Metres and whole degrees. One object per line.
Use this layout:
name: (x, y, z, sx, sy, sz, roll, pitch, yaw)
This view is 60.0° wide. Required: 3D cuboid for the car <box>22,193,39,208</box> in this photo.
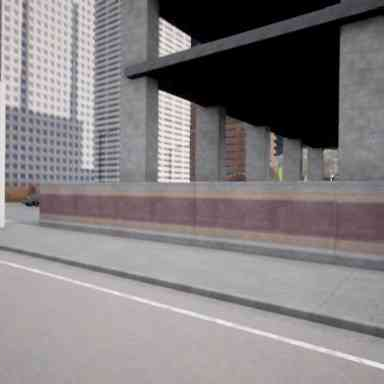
car: (-17.090, 0.788, 39.540, 2.150, 2.045, 5.566, 1, 1, 36)
